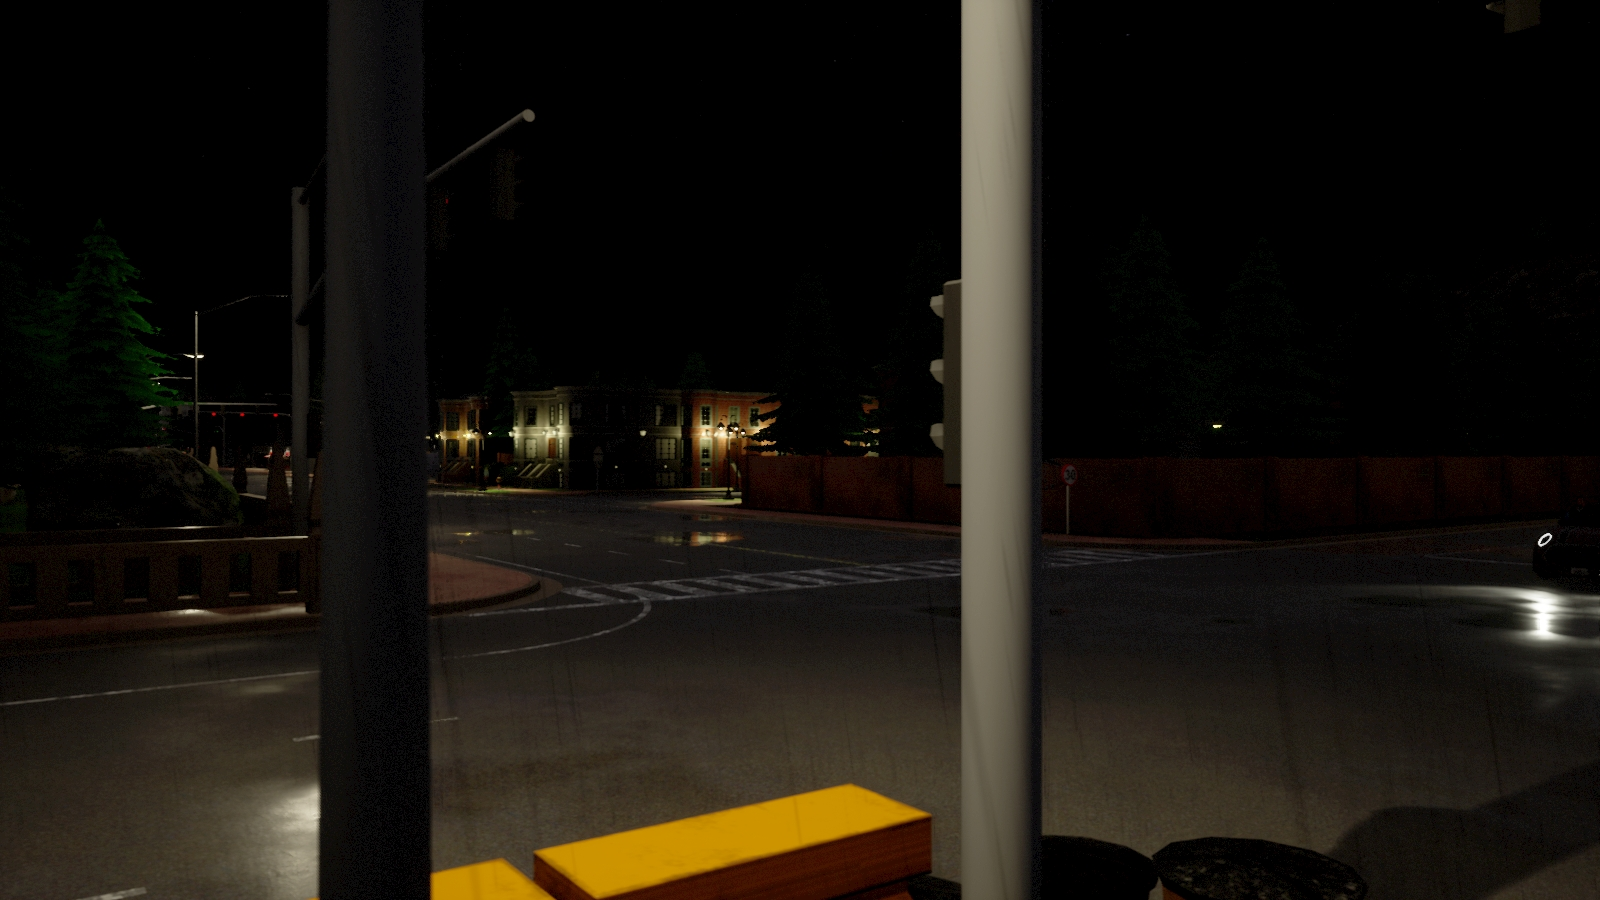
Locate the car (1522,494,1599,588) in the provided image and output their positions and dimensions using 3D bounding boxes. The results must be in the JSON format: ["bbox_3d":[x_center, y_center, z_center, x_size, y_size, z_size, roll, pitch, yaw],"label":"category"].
[{"bbox_3d":[17.888,1.921,24.865,4.553,1.767,2.097,0,0,-35],"label":"car"}]
